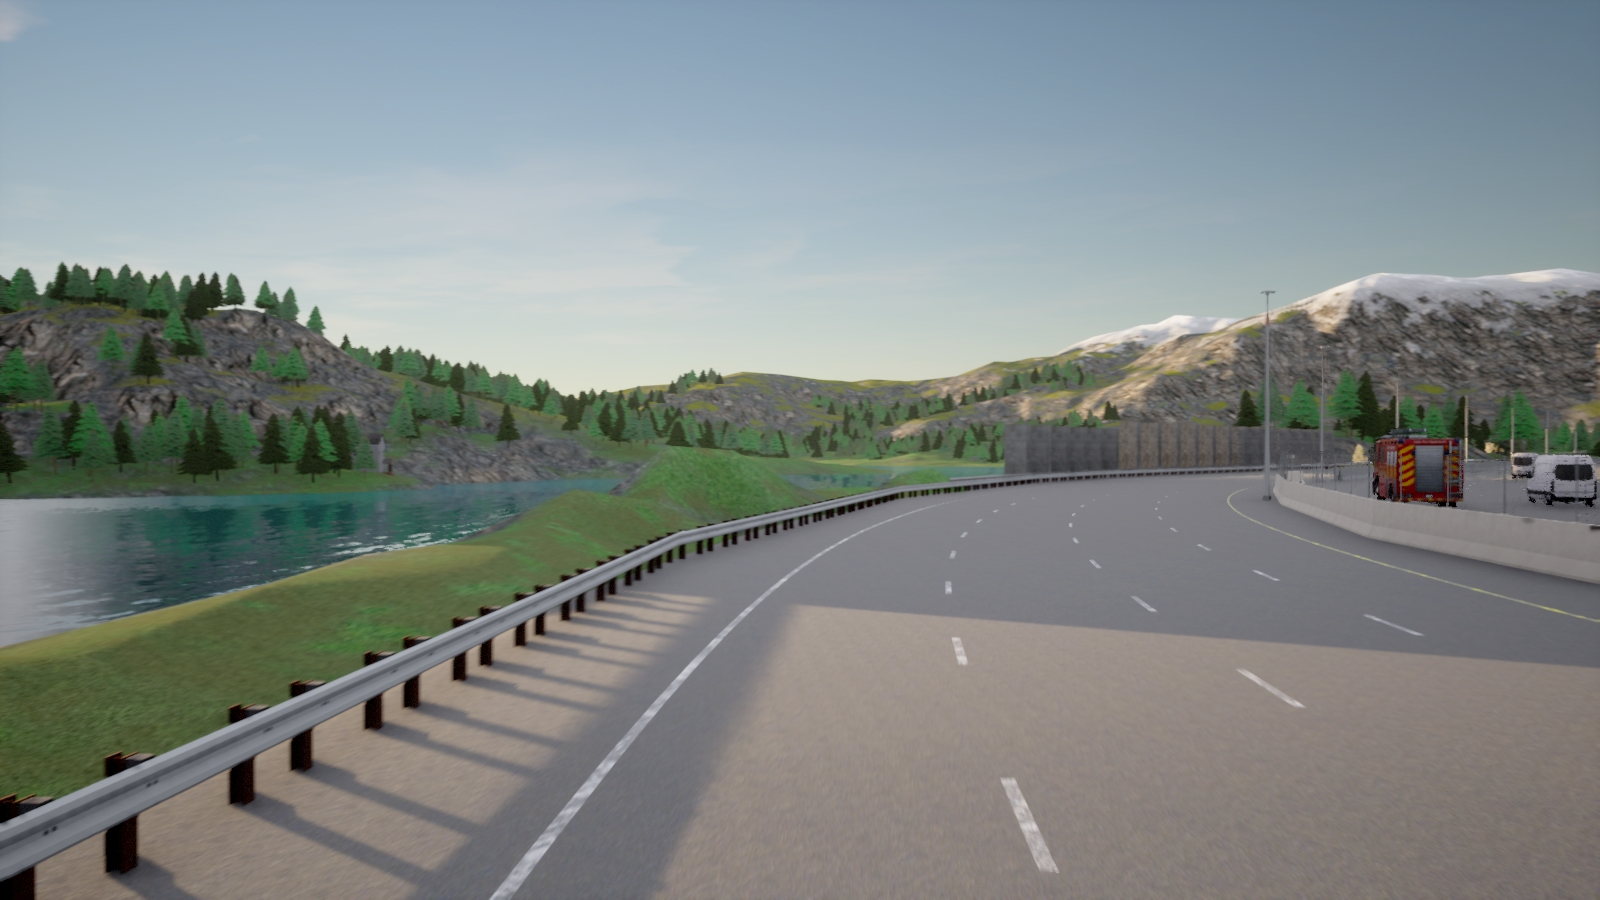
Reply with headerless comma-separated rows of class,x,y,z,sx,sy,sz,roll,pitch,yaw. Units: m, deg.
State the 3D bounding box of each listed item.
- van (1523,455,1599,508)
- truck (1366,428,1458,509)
van,39.095,1.544,58.853,1.988,2.561,5.915,0,0,21
truck,31.104,0.892,58.384,2.891,3.827,8.468,0,0,20
